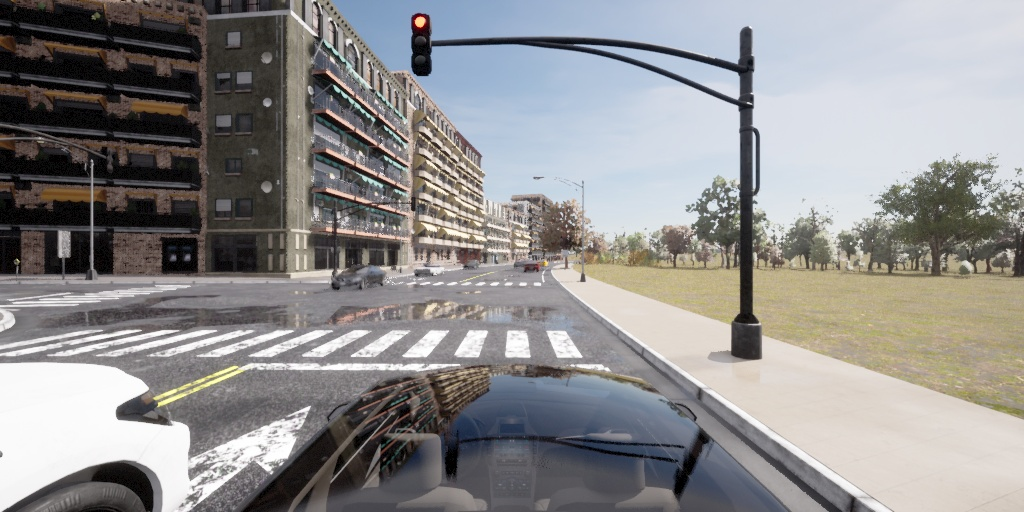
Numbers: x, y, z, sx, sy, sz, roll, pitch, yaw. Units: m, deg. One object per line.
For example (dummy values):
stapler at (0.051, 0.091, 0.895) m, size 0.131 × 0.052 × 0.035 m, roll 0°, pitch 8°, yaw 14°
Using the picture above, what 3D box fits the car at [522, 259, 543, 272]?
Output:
car at (2.756, 1.339, 47.890) m, size 1.882 × 1.535 × 5.008 m, roll 0°, pitch 0°, yaw 6°

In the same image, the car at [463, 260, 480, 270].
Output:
car at (-6.283, 1.396, 55.944) m, size 1.837 × 1.490 × 4.892 m, roll 0°, pitch 0°, yaw 8°

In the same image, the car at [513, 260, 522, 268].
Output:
car at (1.431, 1.426, 63.841) m, size 2.128 × 1.511 × 4.902 m, roll 0°, pitch 0°, yaw 9°

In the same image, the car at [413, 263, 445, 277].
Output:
car at (-8.360, 1.416, 36.373) m, size 1.895 × 1.301 × 4.718 m, roll 0°, pitch 0°, yaw 5°

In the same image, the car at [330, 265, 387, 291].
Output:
car at (-9.285, 1.298, 22.227) m, size 1.812 × 1.442 × 4.674 m, roll 0°, pitch 0°, yaw 3°
